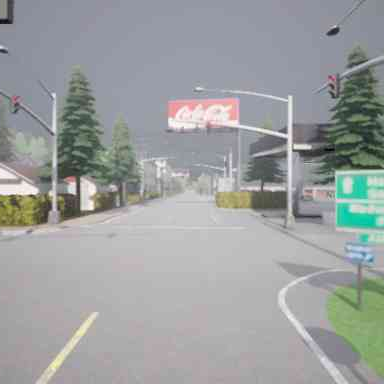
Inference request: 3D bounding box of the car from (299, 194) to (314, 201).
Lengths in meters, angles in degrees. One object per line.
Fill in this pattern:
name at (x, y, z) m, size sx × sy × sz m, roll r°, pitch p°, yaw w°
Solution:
car at (22.454, 1.081, 65.517) m, size 1.970 × 1.475 × 3.806 m, roll 0°, pitch 0°, yaw 0°
